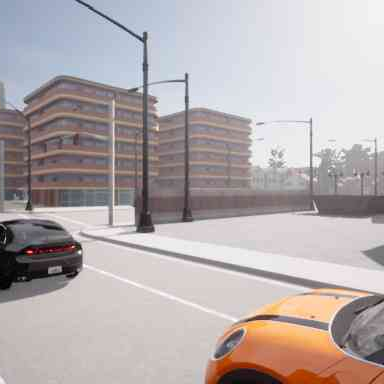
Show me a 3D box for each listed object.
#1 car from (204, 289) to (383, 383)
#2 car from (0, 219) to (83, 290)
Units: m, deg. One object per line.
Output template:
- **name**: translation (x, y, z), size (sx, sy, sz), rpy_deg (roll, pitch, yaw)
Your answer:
- **car**: translation (2.264, 1.352, 2.345), size (4.553, 1.767, 2.097), rpy_deg (0, 0, 40)
- **car**: translation (-4.726, 1.504, 9.238), size (1.837, 1.490, 4.892), rpy_deg (0, 0, -43)
